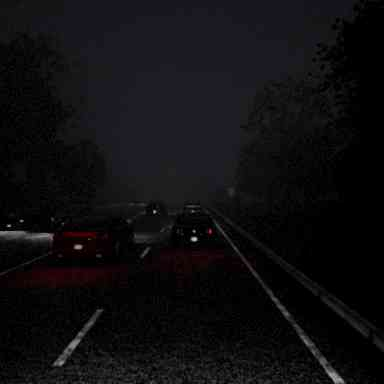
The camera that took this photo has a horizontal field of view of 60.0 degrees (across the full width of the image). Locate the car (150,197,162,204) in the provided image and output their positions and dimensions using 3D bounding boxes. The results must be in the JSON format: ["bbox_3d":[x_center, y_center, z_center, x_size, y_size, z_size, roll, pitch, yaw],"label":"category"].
[{"bbox_3d":[-7.038,1.667,65.238,1.994,1.385,4.181,0,0,0],"label":"car"}]

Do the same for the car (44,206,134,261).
[{"bbox_3d":[-3.407,1.500,12.439,1.882,1.535,5.008,0,0,0],"label":"car"}]

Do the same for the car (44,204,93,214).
[{"bbox_3d":[-7.108,1.543,20.804,1.837,1.490,4.892,0,-1,0],"label":"car"}]

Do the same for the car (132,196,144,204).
[{"bbox_3d":[-10.533,1.583,65.622,1.882,1.535,5.008,0,0,0],"label":"car"}]

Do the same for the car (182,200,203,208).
[{"bbox_3d":[0.087,1.549,32.801,2.128,1.511,4.902,0,0,0],"label":"car"}]

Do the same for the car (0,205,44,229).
[{"bbox_3d":[-10.609,1.586,21.952,2.033,1.411,5.357,0,0,0],"label":"car"}]

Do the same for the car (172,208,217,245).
[{"bbox_3d":[0.093,1.629,15.763,1.895,1.301,4.718,0,0,0],"label":"car"}]

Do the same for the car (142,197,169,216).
[{"bbox_3d":[-3.412,1.562,32.870,1.837,1.490,4.892,0,0,0],"label":"car"}]
